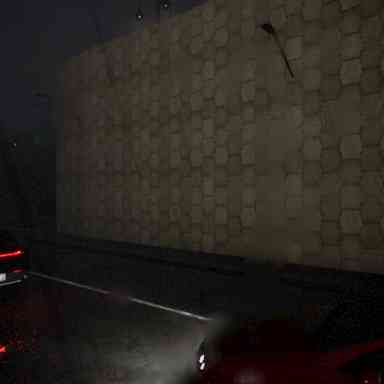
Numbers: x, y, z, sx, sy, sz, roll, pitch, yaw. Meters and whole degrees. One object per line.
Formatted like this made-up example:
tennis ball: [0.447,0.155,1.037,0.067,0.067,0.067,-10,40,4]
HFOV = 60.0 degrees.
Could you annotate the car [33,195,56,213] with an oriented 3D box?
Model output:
car: [-12.542,1.002,31.623,2.128,1.511,4.902,0,5,35]

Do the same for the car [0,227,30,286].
car: [-5.882,1.504,8.193,4.892,1.490,1.837,0,0,36]

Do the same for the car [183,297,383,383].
car: [1.965,1.563,2.592,4.181,1.385,1.994,0,0,35]
